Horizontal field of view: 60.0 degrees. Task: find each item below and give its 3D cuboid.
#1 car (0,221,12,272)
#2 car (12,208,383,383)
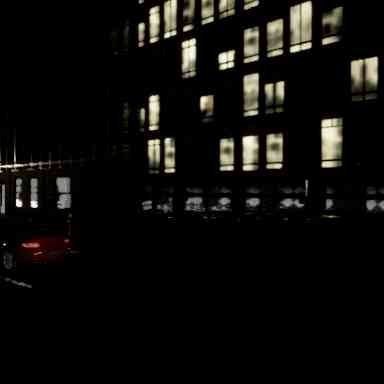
[{"bbox_3d":[-5.523,1.547,10.510,4.206,1.307,1.802,0,0,36],"label":"car"},{"bbox_3d":[0.280,1.222,4.160,5.566,2.045,2.150,0,0,36],"label":"car"}]
